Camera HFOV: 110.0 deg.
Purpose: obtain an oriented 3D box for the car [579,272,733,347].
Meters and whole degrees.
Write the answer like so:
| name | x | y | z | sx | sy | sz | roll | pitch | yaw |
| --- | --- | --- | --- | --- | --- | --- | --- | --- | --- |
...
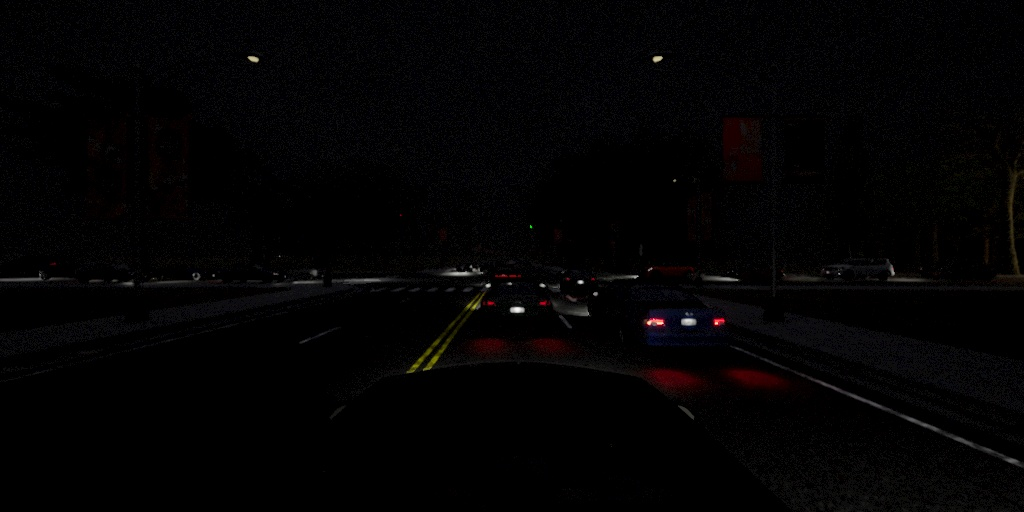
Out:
| name | x | y | z | sx | sy | sz | roll | pitch | yaw |
| --- | --- | --- | --- | --- | --- | --- | --- | --- | --- |
| car | 3.351 | 1.306 | 9.313 | 2.033 | 1.411 | 5.357 | 0 | 0 | 0 |

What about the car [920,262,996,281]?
| name | x | y | z | sx | sy | sz | roll | pitch | yaw |
| --- | --- | --- | --- | --- | --- | --- | --- | --- | --- |
| car | 42.652 | 1.562 | 34.013 | 4.902 | 1.511 | 2.128 | 0 | 0 | 0 |

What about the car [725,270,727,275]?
| name | x | y | z | sx | sy | sz | roll | pitch | yaw |
| --- | --- | --- | --- | --- | --- | --- | --- | --- | --- |
| car | 24.797 | 1.468 | 37.151 | 4.892 | 1.490 | 1.837 | 0 | 0 | -1 |

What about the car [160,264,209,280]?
| name | x | y | z | sx | sy | sz | roll | pitch | yaw |
| --- | --- | --- | --- | --- | --- | --- | --- | --- | --- |
| car | -27.224 | 1.325 | 30.053 | 4.718 | 1.301 | 1.895 | 0 | 0 | -1 |

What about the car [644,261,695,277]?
| name | x | y | z | sx | sy | sz | roll | pitch | yaw |
| --- | --- | --- | --- | --- | --- | --- | --- | --- | --- |
| car | 14.593 | 1.259 | 33.808 | 4.553 | 1.767 | 2.097 | 0 | 0 | -1 |

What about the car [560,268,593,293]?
| name | x | y | z | sx | sy | sz | roll | pitch | yaw |
| --- | --- | --- | --- | --- | --- | --- | --- | --- | --- |
| car | 3.883 | 1.358 | 20.839 | 1.994 | 1.385 | 4.181 | 0 | 0 | 8 |

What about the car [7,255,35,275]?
| name | x | y | z | sx | sy | sz | roll | pitch | yaw |
| --- | --- | --- | --- | --- | --- | --- | --- | --- | --- |
| car | -48.407 | 0.897 | 36.547 | 5.566 | 2.045 | 2.150 | 0 | 0 | -1 |

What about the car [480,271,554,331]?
| name | x | y | z | sx | sy | sz | roll | pitch | yaw |
| --- | --- | --- | --- | --- | --- | --- | --- | --- | --- |
| car | 0.110 | 1.327 | 10.990 | 1.994 | 1.385 | 4.181 | 0 | 0 | -1 |

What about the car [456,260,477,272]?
| name | x | y | z | sx | sy | sz | roll | pitch | yaw |
| --- | --- | --- | --- | --- | --- | --- | --- | --- | --- |
| car | -6.584 | 1.398 | 49.967 | 2.128 | 1.511 | 4.902 | 0 | 0 | 0 |

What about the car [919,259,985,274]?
| name | x | y | z | sx | sy | sz | roll | pitch | yaw |
| --- | --- | --- | --- | --- | --- | --- | --- | --- | --- |
| car | 45.919 | 1.321 | 37.263 | 5.566 | 2.045 | 2.150 | 0 | 0 | 0 |

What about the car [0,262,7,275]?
| name | x | y | z | sx | sy | sz | roll | pitch | yaw |
| --- | --- | --- | --- | --- | --- | --- | --- | --- | --- |
| car | -46.035 | 1.270 | 29.904 | 4.718 | 1.301 | 1.895 | 0 | 0 | 0 |

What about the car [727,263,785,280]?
| name | x | y | z | sx | sy | sz | roll | pitch | yaw |
| --- | --- | --- | --- | --- | --- | --- | --- | --- | --- |
| car | 23.227 | 1.515 | 33.904 | 4.181 | 1.385 | 1.994 | 0 | 0 | -2 |

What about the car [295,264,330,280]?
| name | x | y | z | sx | sy | sz | roll | pitch | yaw |
| --- | --- | --- | --- | --- | --- | --- | --- | --- | --- |
| car | -18.082 | 1.358 | 30.140 | 4.718 | 1.301 | 1.895 | 0 | 0 | -1 |

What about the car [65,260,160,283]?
| name | x | y | z | sx | sy | sz | roll | pitch | yaw |
| --- | --- | --- | --- | --- | --- | --- | --- | --- | --- |
| car | -29.718 | 1.237 | 26.778 | 4.674 | 1.442 | 1.812 | 0 | 0 | -1 |

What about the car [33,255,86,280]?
| name | x | y | z | sx | sy | sz | roll | pitch | yaw |
| --- | --- | --- | --- | --- | --- | --- | --- | --- | --- |
| car | -36.184 | 1.047 | 29.973 | 4.553 | 1.767 | 2.097 | 0 | 0 | 0 |

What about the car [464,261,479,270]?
| name | x | y | z | sx | sy | sz | roll | pitch | yaw |
| --- | --- | --- | --- | --- | --- | --- | --- | --- | --- |
| car | -6.562 | 1.524 | 58.887 | 1.994 | 1.385 | 4.181 | 0 | 0 | 0 |

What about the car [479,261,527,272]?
| name | x | y | z | sx | sy | sz | roll | pitch | yaw |
| --- | --- | --- | --- | --- | --- | --- | --- | --- | --- |
| car | -0.684 | 1.302 | 22.528 | 1.837 | 1.490 | 4.892 | 0 | 0 | -11 |

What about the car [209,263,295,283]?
| name | x | y | z | sx | sy | sz | roll | pitch | yaw |
| --- | --- | --- | --- | --- | --- | --- | --- | --- | --- |
| car | -19.394 | 1.274 | 26.886 | 4.674 | 1.442 | 1.812 | 0 | 0 | -2 |

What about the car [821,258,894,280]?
| name | x | y | z | sx | sy | sz | roll | pitch | yaw |
| --- | --- | --- | --- | --- | --- | --- | --- | --- | --- |
| car | 32.669 | 1.224 | 33.961 | 5.566 | 2.045 | 2.150 | 0 | 0 | 0 |

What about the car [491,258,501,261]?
| name | x | y | z | sx | sy | sz | roll | pitch | yaw |
| --- | --- | --- | --- | --- | --- | --- | --- | --- | --- |
| car | -3.309 | 1.470 | 59.573 | 1.837 | 1.490 | 4.892 | 0 | 0 | 0 |

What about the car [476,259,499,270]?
| name | x | y | z | sx | sy | sz | roll | pitch | yaw |
| --- | --- | --- | --- | --- | --- | --- | --- | --- | --- |
| car | -3.335 | 1.454 | 49.979 | 2.033 | 1.411 | 5.357 | 0 | 0 | 0 |
